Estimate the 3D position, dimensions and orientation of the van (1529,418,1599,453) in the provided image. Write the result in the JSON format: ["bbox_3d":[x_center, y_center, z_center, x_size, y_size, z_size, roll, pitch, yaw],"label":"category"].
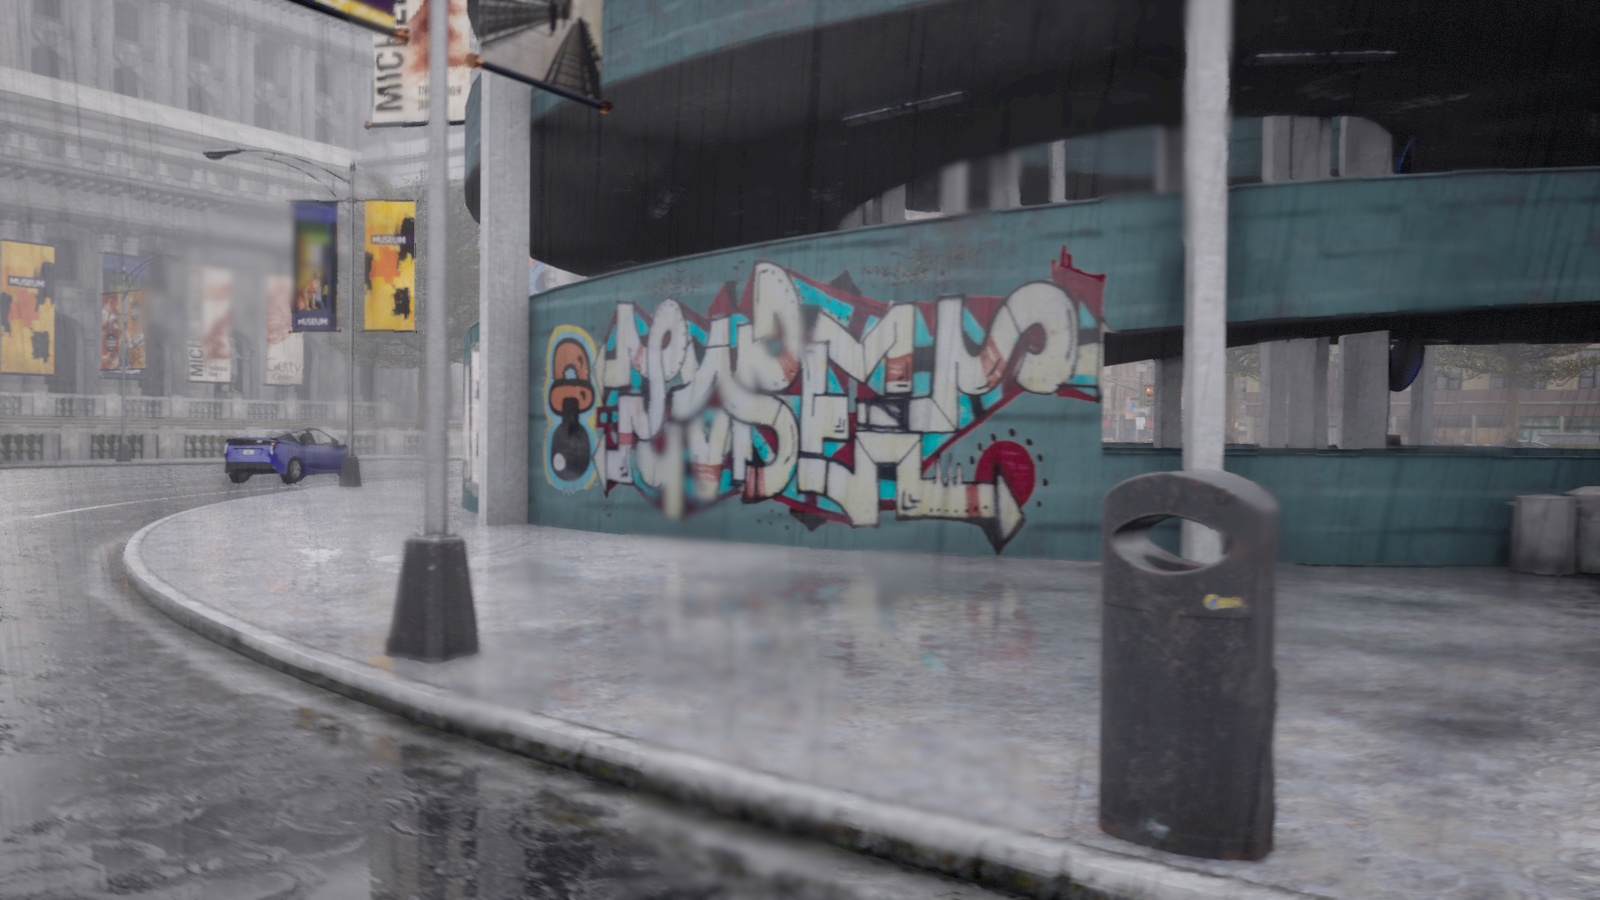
[{"bbox_3d":[44.675,-0.826,72.506,4.442,1.987,1.775,0,1,31],"label":"van"}]

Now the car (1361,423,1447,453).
[{"bbox_3d":[37.089,-0.714,77.081,4.553,1.767,2.097,0,1,32],"label":"car"}]

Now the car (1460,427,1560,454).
[{"bbox_3d":[40.204,-0.519,71.134,4.892,1.490,1.837,0,1,31],"label":"car"}]

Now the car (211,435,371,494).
[{"bbox_3d":[-14.079,0.348,35.084,2.007,1.525,4.514,0,1,11],"label":"car"}]
